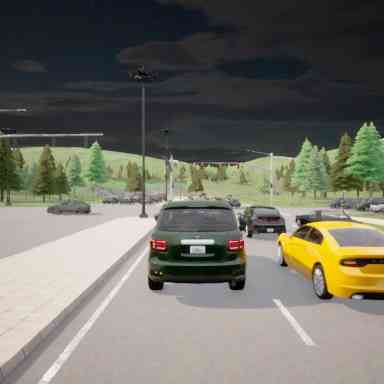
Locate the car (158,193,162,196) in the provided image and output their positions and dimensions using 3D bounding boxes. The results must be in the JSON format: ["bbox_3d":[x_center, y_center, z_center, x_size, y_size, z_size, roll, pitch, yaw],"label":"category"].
[{"bbox_3d":[-8.063,1.352,69.598,2.097,1.767,4.553,0,0,0],"label":"car"}]

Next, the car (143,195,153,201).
[{"bbox_3d":[-11.580,1.549,88.139,1.994,1.385,4.181,0,0,0],"label":"car"}]

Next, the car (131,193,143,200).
[{"bbox_3d":[-15.071,1.221,91.199,2.150,2.045,5.566,0,0,0],"label":"car"}]

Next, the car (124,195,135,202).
[{"bbox_3d":[-15.074,1.474,80.658,1.882,1.535,5.008,0,0,0],"label":"car"}]

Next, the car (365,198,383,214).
[{"bbox_3d":[21.018,1.599,34.360,4.718,1.301,1.895,0,0,1],"label":"car"}]

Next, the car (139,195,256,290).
[{"bbox_3d":[0.095,1.221,9.189,2.150,2.045,5.566,0,0,0],"label":"car"}]

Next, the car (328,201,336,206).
[{"bbox_3d":[20.796,1.524,44.866,4.674,1.442,1.812,0,0,1],"label":"car"}]

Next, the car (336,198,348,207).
[{"bbox_3d":[21.083,1.489,41.362,4.902,1.511,2.128,0,0,1],"label":"car"}]

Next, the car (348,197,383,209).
[{"bbox_3d":[20.803,1.350,37.864,4.553,1.767,2.097,0,0,1],"label":"car"}]

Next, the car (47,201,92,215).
[{"bbox_3d":[-12.186,1.562,33.188,4.181,1.385,1.994,0,0,-2],"label":"car"}]

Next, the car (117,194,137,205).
[{"bbox_3d":[-11.664,1.523,60.171,1.812,1.442,4.674,0,0,1],"label":"car"}]

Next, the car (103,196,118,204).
[{"bbox_3d":[-15.108,1.561,61.597,1.994,1.385,4.181,0,0,0],"label":"car"}]

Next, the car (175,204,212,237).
[{"bbox_3d":[0.086,1.504,19.046,1.837,1.490,4.892,0,0,0],"label":"car"}]

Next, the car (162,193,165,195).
[{"bbox_3d":[-8.072,1.549,78.106,1.994,1.385,4.181,0,0,0],"label":"car"}]

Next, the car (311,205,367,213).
[{"bbox_3d":[7.087,1.600,17.838,1.895,1.301,4.718,0,0,0],"label":"car"}]

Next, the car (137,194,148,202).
[{"bbox_3d":[-11.572,1.352,78.127,2.097,1.767,4.553,0,0,0],"label":"car"}]

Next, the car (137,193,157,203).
[{"bbox_3d":[-8.119,1.489,60.517,2.128,1.511,4.902,0,0,0],"label":"car"}]

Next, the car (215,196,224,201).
[{"bbox_3d":[6.922,1.592,84.671,1.895,1.301,4.718,0,0,0],"label":"car"}]

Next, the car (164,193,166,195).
[{"bbox_3d":[-8.079,1.221,88.598,2.150,2.045,5.566,0,0,0],"label":"car"}]

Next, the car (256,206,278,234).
[{"bbox_3d":[3.587,1.504,17.666,1.837,1.490,4.892,0,0,0],"label":"car"}]

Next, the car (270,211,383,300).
[{"bbox_3d":[3.592,1.477,8.442,1.882,1.535,5.008,0,0,0],"label":"car"}]

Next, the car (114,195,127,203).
[{"bbox_3d":[-15.064,1.497,70.270,1.837,1.490,4.892,0,0,0],"label":"car"}]
